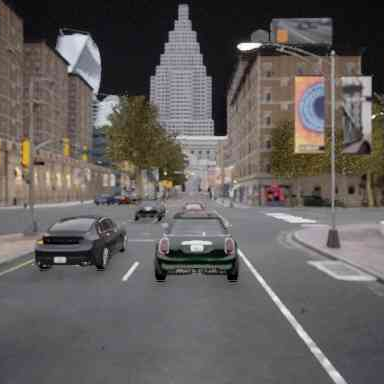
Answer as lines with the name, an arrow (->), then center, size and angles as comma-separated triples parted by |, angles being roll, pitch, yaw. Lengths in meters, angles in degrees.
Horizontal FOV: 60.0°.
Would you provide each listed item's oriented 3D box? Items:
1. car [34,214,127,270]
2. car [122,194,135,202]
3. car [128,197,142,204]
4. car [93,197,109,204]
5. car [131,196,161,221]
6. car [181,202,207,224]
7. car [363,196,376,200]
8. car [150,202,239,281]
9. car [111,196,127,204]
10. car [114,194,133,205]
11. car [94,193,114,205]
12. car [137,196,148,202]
car -> -3.403, 1.507, 10.991 | 1.837, 1.490, 4.892 | 0, 0, 0
car -> -14.872, 1.372, 77.832 | 2.097, 1.767, 4.553 | 0, 0, 0
car -> -11.391, 1.615, 66.946 | 1.895, 1.301, 4.718 | 0, 0, 0
car -> -18.140, 1.608, 66.641 | 1.895, 1.301, 4.718 | 0, 0, 0
car -> -3.356, 1.357, 27.526 | 2.097, 1.767, 4.553 | 0, 0, 0
car -> 0.141, 1.532, 25.880 | 1.812, 1.442, 4.674 | 0, 0, 0
car -> 34.556, 1.501, 67.949 | 2.231, 1.521, 4.892 | 0, 0, 0
car -> 0.117, 1.355, 10.047 | 2.097, 1.767, 4.553 | 0, 0, 0
car -> -14.889, 1.554, 67.839 | 2.033, 1.411, 5.357 | 0, 0, 0
car -> -11.408, 1.490, 57.251 | 1.882, 1.535, 5.008 | 0, 0, 0
car -> -14.906, 1.233, 57.722 | 2.150, 2.045, 5.566 | 0, 0, 0
car -> -11.374, 1.569, 76.847 | 1.994, 1.385, 4.181 | 0, 0, 0
